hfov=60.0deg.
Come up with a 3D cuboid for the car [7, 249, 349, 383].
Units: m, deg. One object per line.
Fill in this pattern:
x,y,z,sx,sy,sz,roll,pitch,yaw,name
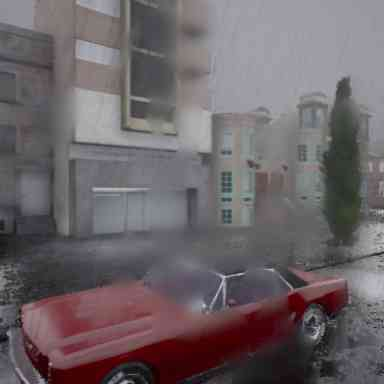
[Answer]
0.114,1.595,4.690,4.718,1.301,1.895,0,0,-36,car
